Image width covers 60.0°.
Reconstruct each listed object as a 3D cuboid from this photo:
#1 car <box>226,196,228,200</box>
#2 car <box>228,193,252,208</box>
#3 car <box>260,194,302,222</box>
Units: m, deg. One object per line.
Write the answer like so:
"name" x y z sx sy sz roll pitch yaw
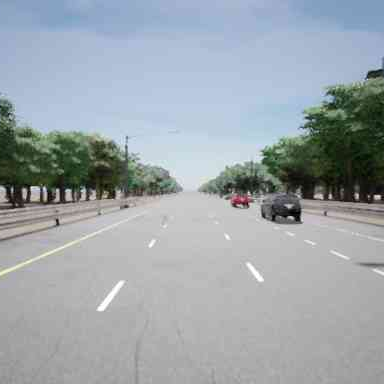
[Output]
"car" 10.801 1.474 92.736 1.812 1.442 4.674 0 0 18
"car" 7.030 1.216 49.137 2.150 2.045 5.566 0 0 0
"car" 7.016 1.210 26.639 2.150 2.045 5.566 0 0 0
